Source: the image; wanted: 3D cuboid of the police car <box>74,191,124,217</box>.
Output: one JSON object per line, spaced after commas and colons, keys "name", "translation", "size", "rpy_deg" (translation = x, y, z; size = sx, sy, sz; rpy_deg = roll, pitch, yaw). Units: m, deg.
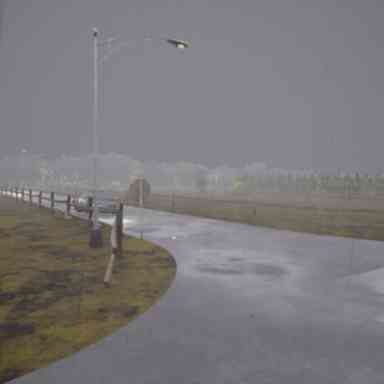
{"name": "police car", "translation": [-6.205, 0.731, 22.046], "size": [2.038, 1.542, 4.974], "rpy_deg": [-1, 3, -36]}
